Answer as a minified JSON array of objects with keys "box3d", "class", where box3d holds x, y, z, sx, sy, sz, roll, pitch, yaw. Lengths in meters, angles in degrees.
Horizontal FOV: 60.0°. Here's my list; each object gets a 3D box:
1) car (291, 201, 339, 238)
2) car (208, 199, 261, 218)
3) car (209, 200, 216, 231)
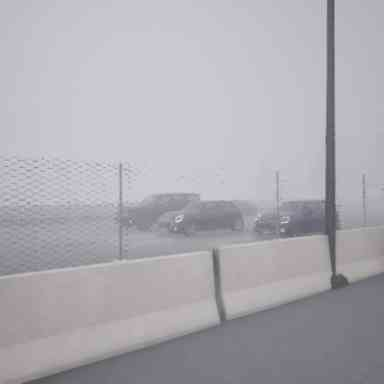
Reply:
[{"box3d":[5.102,1.183,16.121,4.553,1.767,2.097,-1,0,-35],"class":"car"},{"box3d":[3.595,1.347,27.898,4.181,1.385,1.994,-1,0,-35],"class":"car"},{"box3d":[0.474,1.215,17.147,4.553,1.767,2.097,-1,0,-35],"class":"car"}]
